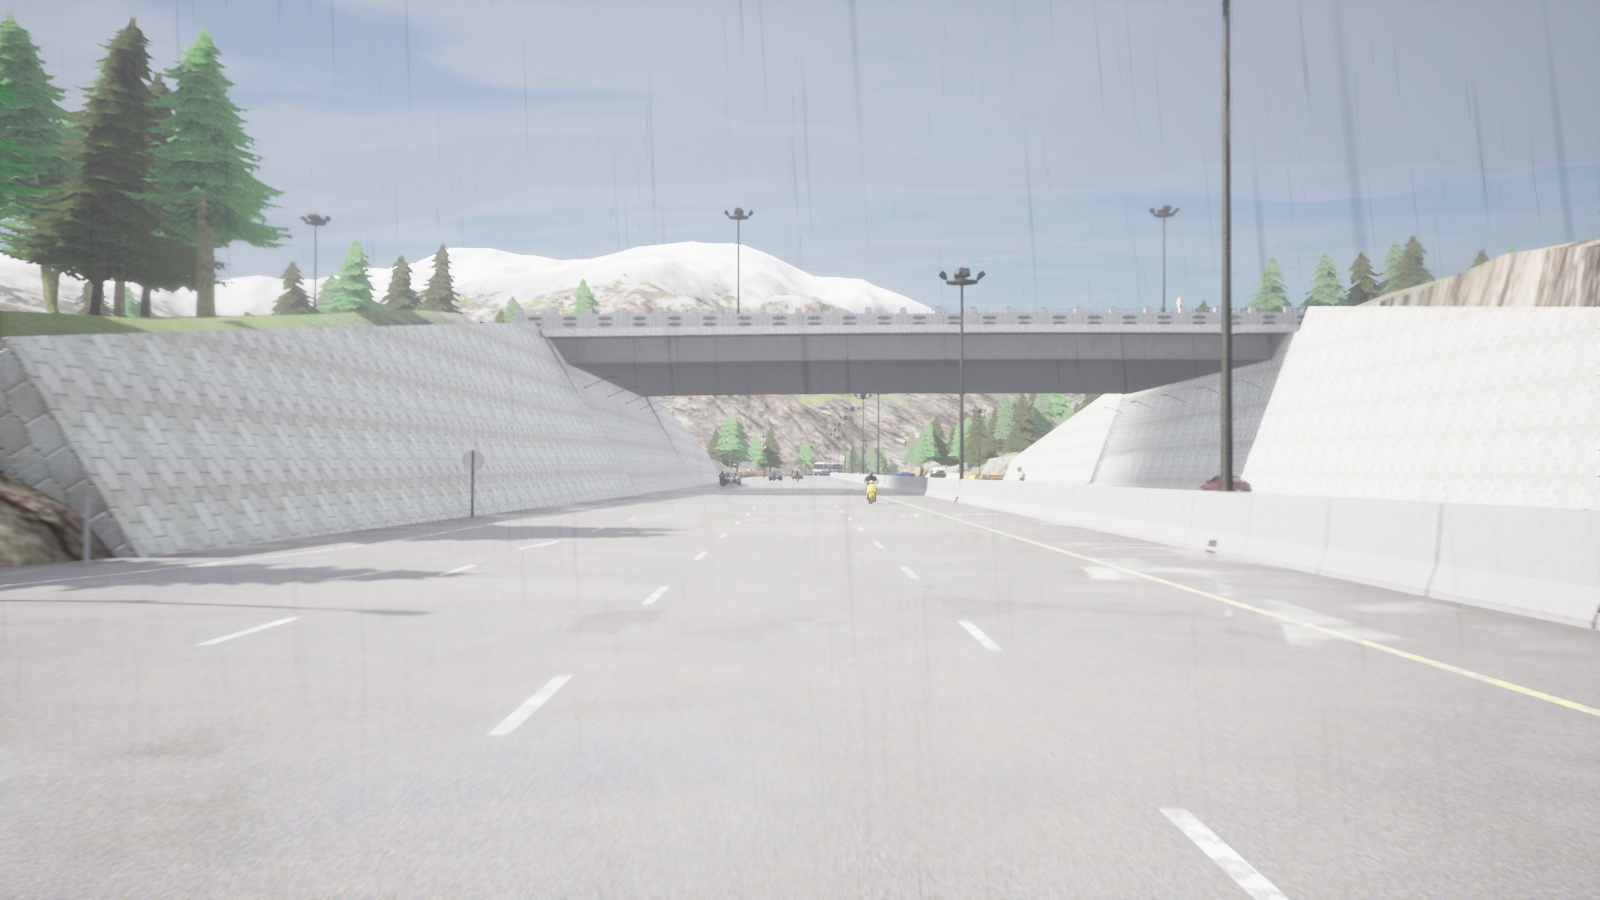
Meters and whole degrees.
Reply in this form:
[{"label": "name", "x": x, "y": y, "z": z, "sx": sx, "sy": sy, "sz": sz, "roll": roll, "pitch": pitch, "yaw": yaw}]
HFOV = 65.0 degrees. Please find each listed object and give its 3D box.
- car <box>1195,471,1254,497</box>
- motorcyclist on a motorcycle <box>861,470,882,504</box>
[{"label": "car", "x": 24.325, "y": 1.946, "z": 72.128, "sx": 1.812, "sy": 1.442, "sz": 4.674, "roll": 0, "pitch": -1, "yaw": 0}, {"label": "motorcyclist on a motorcycle", "x": 3.357, "y": 1.740, "z": 59.101, "sx": 0.866, "sy": 1.590, "sz": 1.817, "roll": 0, "pitch": -1, "yaw": 0}]
